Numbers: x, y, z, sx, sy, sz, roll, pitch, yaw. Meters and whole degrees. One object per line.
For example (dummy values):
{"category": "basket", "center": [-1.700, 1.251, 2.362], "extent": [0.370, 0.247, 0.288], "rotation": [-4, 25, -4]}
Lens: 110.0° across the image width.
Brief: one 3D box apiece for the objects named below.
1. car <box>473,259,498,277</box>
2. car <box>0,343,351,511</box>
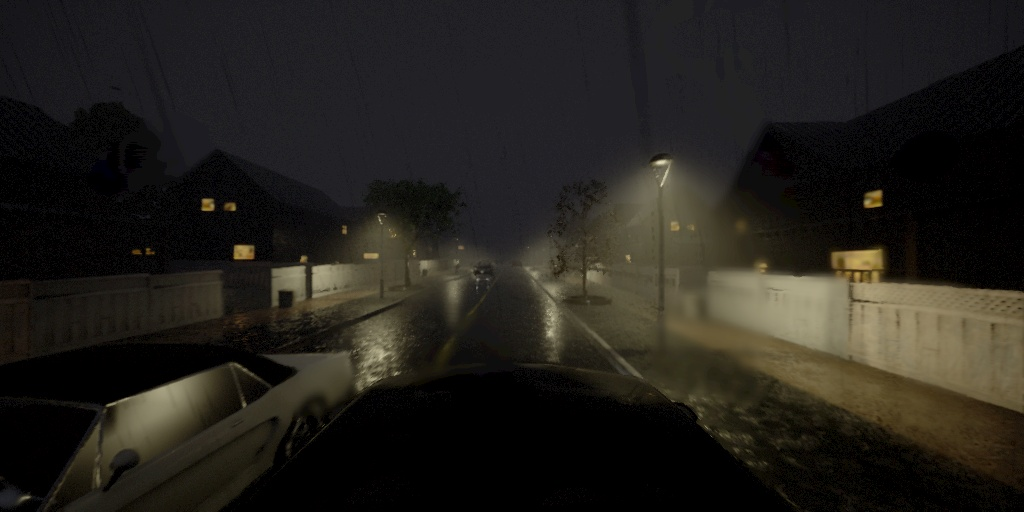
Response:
{"category": "car", "center": [-2.842, 1.286, 36.919], "extent": [2.128, 1.511, 4.902], "rotation": [0, 0, 0]}
{"category": "car", "center": [-2.842, 1.352, 2.021], "extent": [1.895, 1.301, 4.718], "rotation": [0, 0, 0]}
